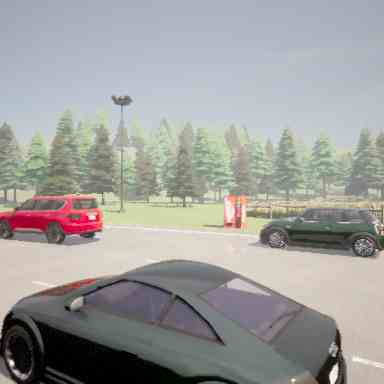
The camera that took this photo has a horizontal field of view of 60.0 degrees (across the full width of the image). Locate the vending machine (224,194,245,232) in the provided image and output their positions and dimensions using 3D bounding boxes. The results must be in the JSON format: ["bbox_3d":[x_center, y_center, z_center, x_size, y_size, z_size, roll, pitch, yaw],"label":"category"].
[{"bbox_3d":[2.499,1.195,19.379,0.880,2.100,1.100,0,0,30],"label":"vending machine"}]

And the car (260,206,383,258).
[{"bbox_3d":[4.988,1.351,12.951,4.553,1.767,2.097,0,0,33],"label":"car"}]

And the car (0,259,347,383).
[{"bbox_3d":[-0.432,1.562,4.023,4.181,1.385,1.994,0,0,33],"label":"car"}]

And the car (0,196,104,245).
[{"bbox_3d":[-6.762,1.219,15.718,5.566,2.045,2.150,0,0,26],"label":"car"}]
